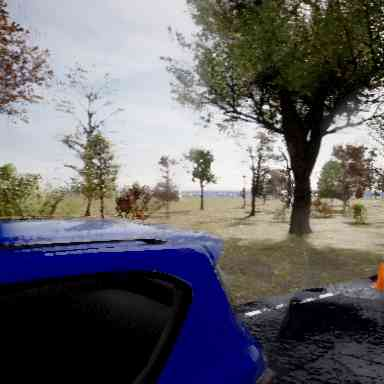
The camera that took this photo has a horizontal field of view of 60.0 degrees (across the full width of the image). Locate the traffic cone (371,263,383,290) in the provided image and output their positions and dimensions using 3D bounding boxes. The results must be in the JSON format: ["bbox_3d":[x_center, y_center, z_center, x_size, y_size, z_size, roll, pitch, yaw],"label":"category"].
[{"bbox_3d":[4.468,1.960,7.799,0.340,0.580,0.340,0,0,-30],"label":"traffic cone"}]

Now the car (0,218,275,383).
[{"bbox_3d":[-2.110,1.205,1.025,5.566,2.045,2.150,0,0,-35],"label":"car"}]
